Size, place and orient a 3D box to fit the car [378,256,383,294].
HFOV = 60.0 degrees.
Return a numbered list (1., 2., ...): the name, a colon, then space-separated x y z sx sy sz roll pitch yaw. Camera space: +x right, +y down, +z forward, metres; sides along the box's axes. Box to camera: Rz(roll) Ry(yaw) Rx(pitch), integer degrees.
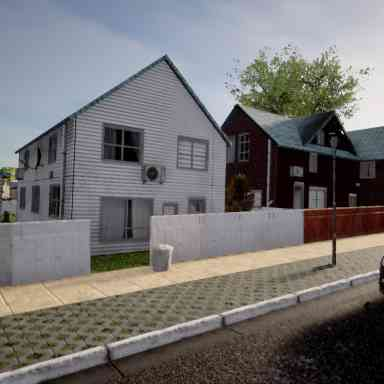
1. car: 6.066 1.367 7.281 4.553 1.767 2.097 0 0 -36
